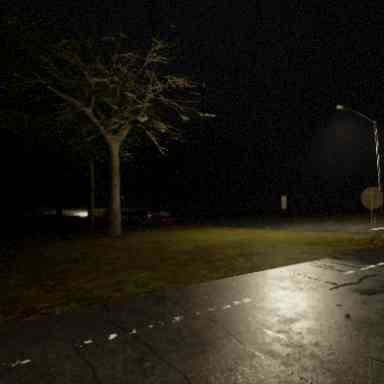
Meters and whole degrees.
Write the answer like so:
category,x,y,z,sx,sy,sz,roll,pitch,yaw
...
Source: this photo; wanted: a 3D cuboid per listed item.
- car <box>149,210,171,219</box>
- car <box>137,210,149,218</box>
category,x,y,z,sx,sy,sz,roll,pitch,yaw
car,-5.592,4.105,60.888,1.812,1.442,4.674,-2,-1,-34
car,-9.302,4.355,66.253,1.837,1.490,4.892,-2,-1,-34
